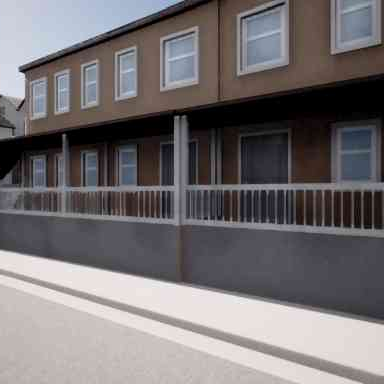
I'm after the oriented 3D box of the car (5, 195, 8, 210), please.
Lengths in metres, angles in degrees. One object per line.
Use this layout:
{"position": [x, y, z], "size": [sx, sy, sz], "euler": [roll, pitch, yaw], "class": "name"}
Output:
{"position": [-17.166, 1.198, 25.806], "size": [2.150, 2.045, 5.566], "euler": [0, 5, 35], "class": "car"}
